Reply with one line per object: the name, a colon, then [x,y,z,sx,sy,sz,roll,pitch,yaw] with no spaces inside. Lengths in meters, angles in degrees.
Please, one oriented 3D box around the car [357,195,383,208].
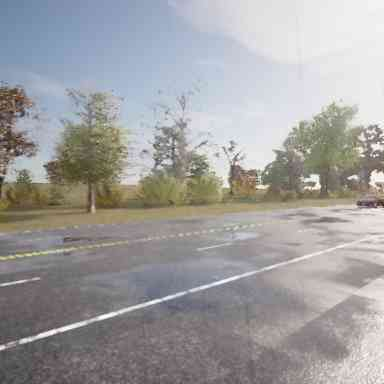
car: [20.818,1.044,38.599,5.008,1.535,1.882,0,0,-44]
